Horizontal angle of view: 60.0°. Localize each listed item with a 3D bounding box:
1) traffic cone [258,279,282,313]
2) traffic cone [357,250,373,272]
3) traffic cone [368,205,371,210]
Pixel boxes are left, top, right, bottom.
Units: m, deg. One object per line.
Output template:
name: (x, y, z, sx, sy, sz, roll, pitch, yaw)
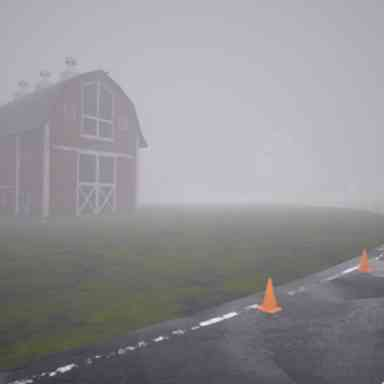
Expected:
traffic cone: (1.517, 1.983, 6.468, 0.340, 0.580, 0.340, 0, 0, -41)
traffic cone: (5.054, 1.985, 9.739, 0.340, 0.580, 0.340, 0, 0, -45)
traffic cone: (23.065, 2.042, 43.196, 0.340, 0.580, 0.340, 0, 0, 11)
